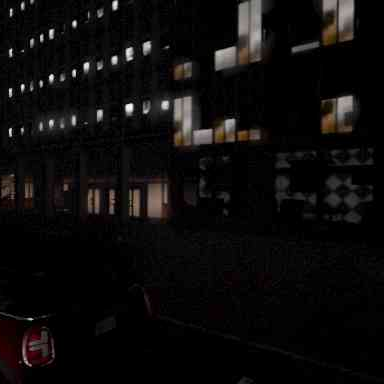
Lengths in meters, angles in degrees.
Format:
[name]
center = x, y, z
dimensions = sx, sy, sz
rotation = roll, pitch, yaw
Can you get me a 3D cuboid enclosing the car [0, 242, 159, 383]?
[car]
center = -2.491, 1.434, 4.643
dimensions = 4.097, 1.590, 1.967
rotation = 0, 1, 36
